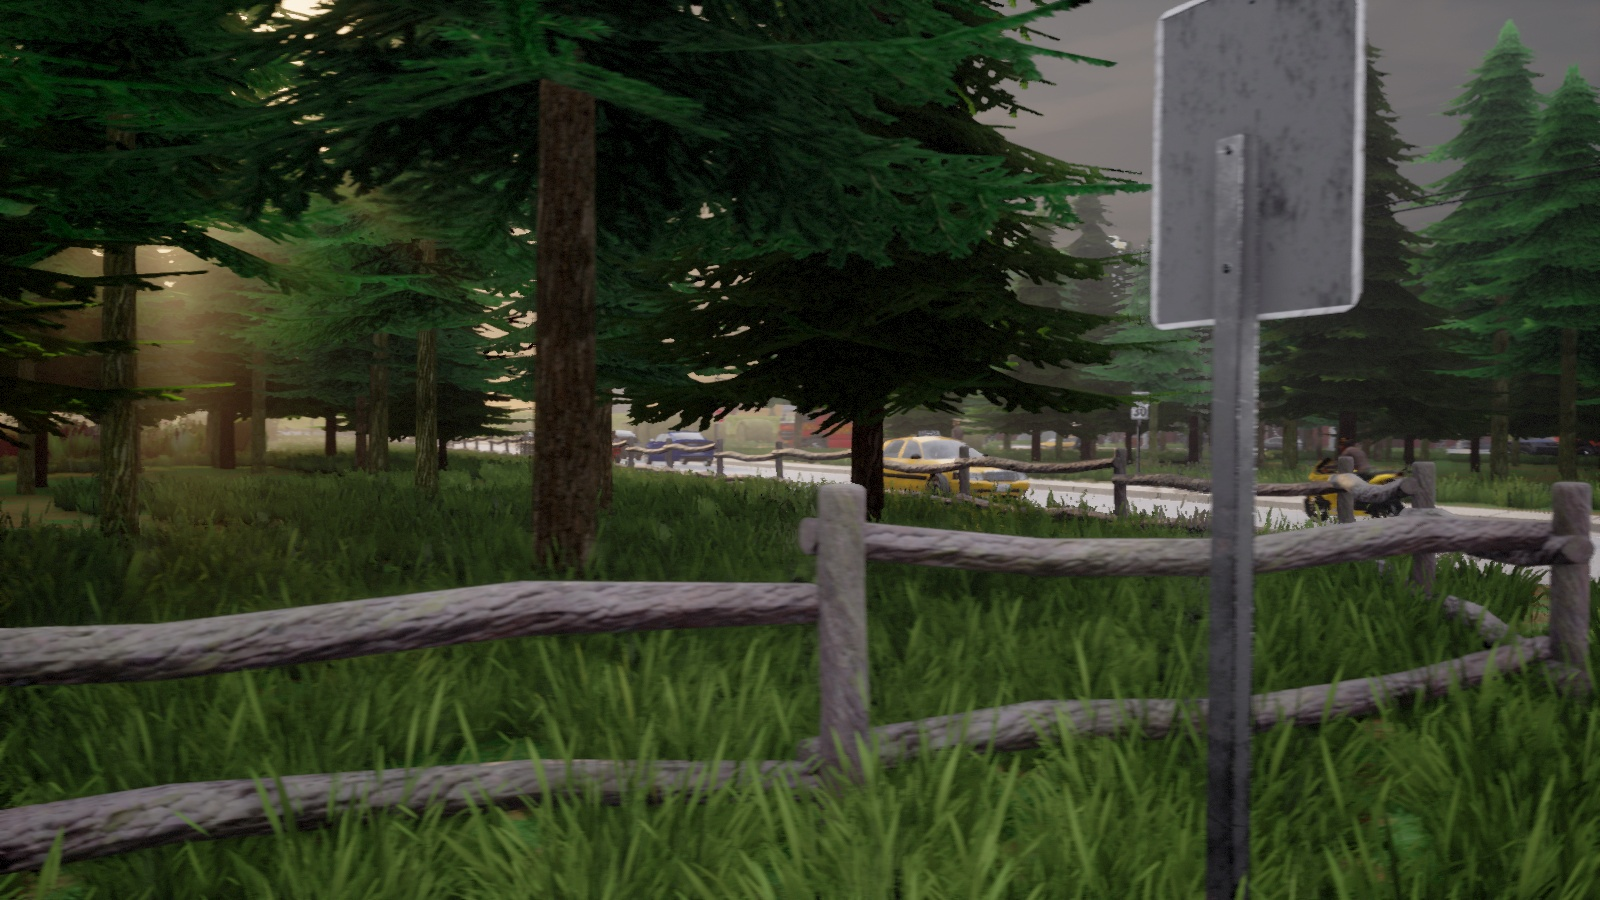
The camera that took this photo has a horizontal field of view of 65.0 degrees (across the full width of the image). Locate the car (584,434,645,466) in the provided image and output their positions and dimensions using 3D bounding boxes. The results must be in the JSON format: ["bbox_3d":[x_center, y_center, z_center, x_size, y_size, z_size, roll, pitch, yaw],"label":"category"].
[{"bbox_3d":[-9.331,-0.037,62.882,1.837,1.490,4.892,-1,1,-22],"label":"car"}]

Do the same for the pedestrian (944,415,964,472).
[{"bbox_3d":[4.994,-0.213,40.677,0.331,1.846,0.634,-1,1,-26],"label":"pedestrian"}]

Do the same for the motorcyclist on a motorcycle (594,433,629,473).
[{"bbox_3d":[-7.481,0.110,49.825,0.797,1.523,2.044,-1,1,-25],"label":"motorcyclist on a motorcycle"}]

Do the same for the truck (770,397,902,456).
[{"bbox_3d":[2.442,-1.622,84.628,8.468,3.827,2.891,-1,1,-26],"label":"truck"}]

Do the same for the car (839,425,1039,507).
[{"bbox_3d":[2.861,0.281,27.353,1.801,1.575,5.366,-1,1,-25],"label":"car"}]

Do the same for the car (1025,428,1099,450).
[{"bbox_3d":[19.411,-0.831,92.833,5.366,1.575,1.801,-1,1,-26],"label":"car"}]

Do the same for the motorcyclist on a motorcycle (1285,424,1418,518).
[{"bbox_3d":[9.422,0.334,21.549,0.797,1.523,2.044,-1,1,-27],"label":"motorcyclist on a motorcycle"}]

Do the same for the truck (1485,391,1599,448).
[{"bbox_3d":[48.286,-1.922,79.987,2.891,3.462,7.936,-1,1,-27],"label":"truck"}]

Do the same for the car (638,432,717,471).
[{"bbox_3d":[-5.270,0.026,53.482,1.882,1.535,5.008,-1,1,-24],"label":"car"}]
